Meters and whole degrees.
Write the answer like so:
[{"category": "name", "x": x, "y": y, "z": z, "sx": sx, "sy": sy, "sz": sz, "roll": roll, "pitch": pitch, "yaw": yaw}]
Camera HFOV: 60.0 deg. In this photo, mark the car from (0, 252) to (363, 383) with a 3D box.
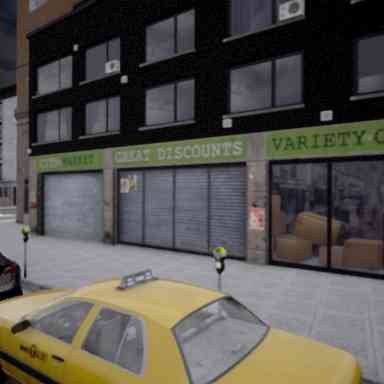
[{"category": "car", "x": -0.783, "y": 1.538, "z": 3.655, "sx": 4.829, "sy": 1.417, "sz": 1.752, "roll": 0, "pitch": 0, "yaw": 36}]
